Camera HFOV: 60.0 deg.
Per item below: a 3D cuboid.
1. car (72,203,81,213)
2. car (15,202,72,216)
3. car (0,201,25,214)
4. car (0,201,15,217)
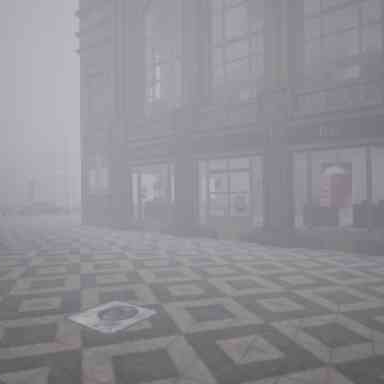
[{"bbox_3d":[-10.811,1.562,36.570,1.752,1.417,4.829,-1,-1,35],"label":"car"},{"bbox_3d":[-14.185,1.577,31.807,1.947,1.339,4.313,-1,-1,35],"label":"car"},{"bbox_3d":[-21.123,1.691,36.759,2.008,1.369,4.403,-1,-1,35],"label":"car"},{"bbox_3d":[-17.463,1.541,27.181,2.008,1.369,4.403,-1,-1,35],"label":"car"}]
